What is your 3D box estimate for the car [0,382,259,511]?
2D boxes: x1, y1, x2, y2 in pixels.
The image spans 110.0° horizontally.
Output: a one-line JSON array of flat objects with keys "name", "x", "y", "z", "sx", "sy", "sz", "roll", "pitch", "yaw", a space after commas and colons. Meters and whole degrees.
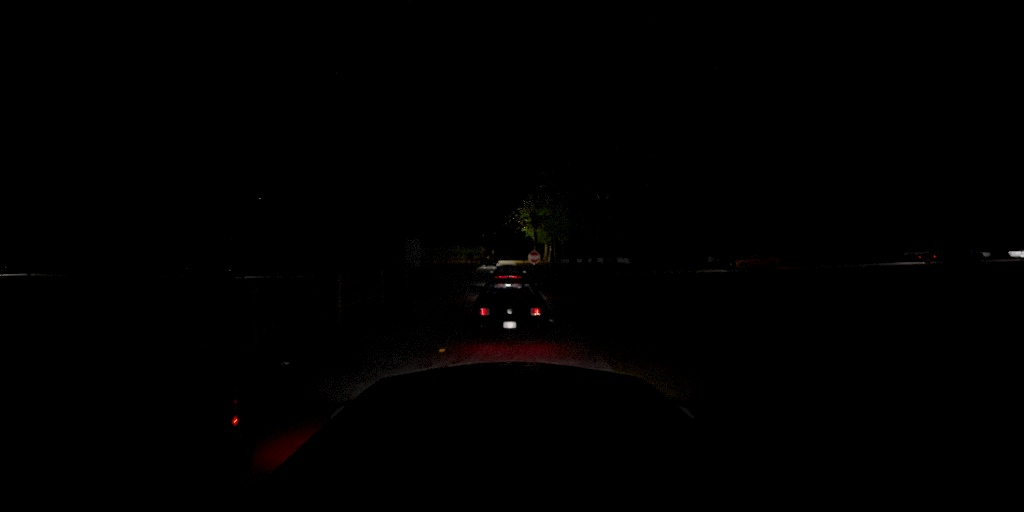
[{"name": "car", "x": -2.859, "y": 1.300, "z": 0.376, "sx": 2.033, "sy": 1.411, "sz": 5.357, "roll": 0, "pitch": 0, "yaw": -1}]

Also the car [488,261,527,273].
[{"name": "car", "x": -0.226, "y": 1.263, "z": 20.808, "sx": 1.837, "sy": 1.490, "sz": 4.892, "roll": 0, "pitch": 0, "yaw": 0}]

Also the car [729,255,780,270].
[{"name": "car", "x": 25.672, "y": 0.645, "z": 38.203, "sx": 5.008, "sy": 1.535, "sz": 1.882, "roll": -2, "pitch": -1, "yaw": -1}]

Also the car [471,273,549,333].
[{"name": "car", "x": -0.064, "y": 1.356, "z": 10.754, "sx": 1.895, "sy": 1.301, "sz": 4.718, "roll": 0, "pitch": 0, "yaw": 0}]

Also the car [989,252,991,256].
[{"name": "car", "x": 47.928, "y": -0.098, "z": 38.499, "sx": 4.718, "sy": 1.301, "sz": 1.895, "roll": -2, "pitch": -1, "yaw": -1}]

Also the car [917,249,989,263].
[{"name": "car", "x": 43.535, "y": 0.026, "z": 35.619, "sx": 4.718, "sy": 1.301, "sz": 1.895, "roll": -2, "pitch": -1, "yaw": 0}]

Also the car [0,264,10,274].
[{"name": "car", "x": -51.089, "y": 0.959, "z": 34.058, "sx": 4.892, "sy": 1.490, "sz": 1.837, "roll": 1, "pitch": -1, "yaw": -1}]

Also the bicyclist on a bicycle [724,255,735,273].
[{"name": "bicyclist on a bicycle", "x": 19.445, "y": 0.726, "z": 32.113, "sx": 0.582, "sy": 1.620, "sz": 1.656, "roll": -2, "pitch": -1, "yaw": -1}]

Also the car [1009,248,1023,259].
[{"name": "car", "x": 53.200, "y": -0.364, "z": 35.835, "sx": 4.718, "sy": 1.301, "sz": 1.895, "roll": -2, "pitch": -1, "yaw": -1}]

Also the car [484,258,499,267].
[{"name": "car", "x": -3.678, "y": 1.172, "z": 62.288, "sx": 1.812, "sy": 1.442, "sz": 4.674, "roll": 0, "pitch": 0, "yaw": 0}]

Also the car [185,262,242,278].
[{"name": "car", "x": -28.523, "y": 1.301, "z": 34.342, "sx": 4.674, "sy": 1.442, "sz": 1.812, "roll": 0, "pitch": -1, "yaw": -1}]
